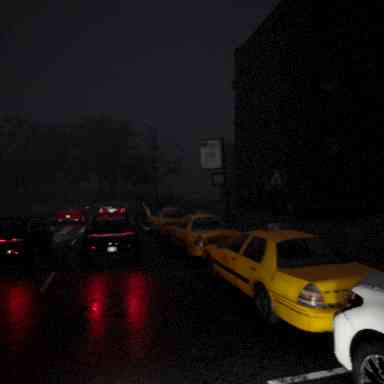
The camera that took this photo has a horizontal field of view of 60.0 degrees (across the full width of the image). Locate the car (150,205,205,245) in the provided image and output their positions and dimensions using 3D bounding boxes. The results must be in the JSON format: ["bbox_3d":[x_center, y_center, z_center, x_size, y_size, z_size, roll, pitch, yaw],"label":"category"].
[{"bbox_3d":[-1.130,1.478,17.760,1.946,1.575,5.366,-2,0,-15],"label":"car"}]

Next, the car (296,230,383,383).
[{"bbox_3d":[3.135,1.142,1.454,2.435,2.045,5.566,-2,0,-15],"label":"car"}]

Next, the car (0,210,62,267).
[{"bbox_3d":[-6.184,1.636,11.722,2.128,1.511,4.902,-2,0,-14],"label":"car"}]

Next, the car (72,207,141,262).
[{"bbox_3d":[-3.042,1.551,12.548,2.128,1.511,4.902,-2,0,-14],"label":"car"}]

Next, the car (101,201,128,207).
[{"bbox_3d":[-6.325,1.479,26.970,2.097,1.767,4.553,-1,0,-10],"label":"car"}]

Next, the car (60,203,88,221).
[{"bbox_3d":[-9.672,1.676,27.276,1.882,1.535,5.008,-1,0,-9],"label":"car"}]

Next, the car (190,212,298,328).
[{"bbox_3d":[1.669,1.419,7.073,1.946,1.575,5.366,-2,0,-15],"label":"car"}]
